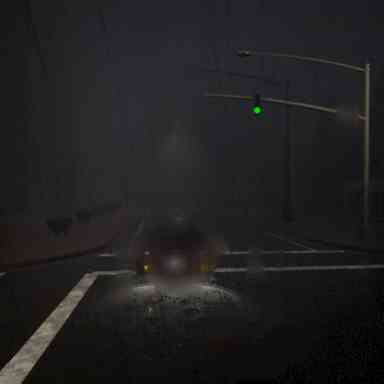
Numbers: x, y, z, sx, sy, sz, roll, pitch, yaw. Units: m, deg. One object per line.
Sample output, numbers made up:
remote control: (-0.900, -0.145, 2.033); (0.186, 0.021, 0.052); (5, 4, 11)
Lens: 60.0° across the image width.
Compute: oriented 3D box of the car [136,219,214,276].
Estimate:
car: (-0.458, 1.573, 10.296); (1.994, 1.385, 4.181); (0, 1, -1)
